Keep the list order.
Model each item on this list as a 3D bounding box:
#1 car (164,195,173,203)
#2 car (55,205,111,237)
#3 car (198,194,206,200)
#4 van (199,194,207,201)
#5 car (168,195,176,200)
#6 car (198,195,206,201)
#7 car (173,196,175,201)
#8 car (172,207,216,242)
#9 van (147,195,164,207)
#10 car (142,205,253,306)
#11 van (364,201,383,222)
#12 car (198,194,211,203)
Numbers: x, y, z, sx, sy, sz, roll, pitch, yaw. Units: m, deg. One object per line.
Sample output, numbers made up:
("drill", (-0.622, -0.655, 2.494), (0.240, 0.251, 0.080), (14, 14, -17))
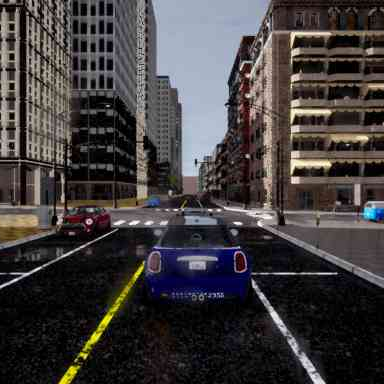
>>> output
("car", (-5.665, 1.554, 72.258), (1.752, 1.417, 4.829), (0, 0, 0))
("car", (-5.685, 1.442, 17.750), (1.967, 1.590, 4.097), (0, 0, 0))
("car", (2.723, 1.363, 94.629), (2.192, 1.841, 5.009), (0, 0, 0))
("van", (2.719, 1.379, 83.528), (1.690, 1.788, 3.998), (0, 0, 0))
("car", (-5.657, 1.574, 94.461), (1.752, 1.417, 4.829), (0, 0, 0))
("car", (2.722, 1.593, 89.078), (2.008, 1.369, 4.403), (0, 0, 0))
("car", (-5.659, 1.483, 89.080), (1.967, 1.590, 4.097), (0, 0, 0))
("car", (0.107, 1.565, 17.119), (1.994, 1.385, 4.181), (0, 0, 0))
("van", (-5.673, 1.354, 50.224), (1.690, 1.788, 3.998), (0, 0, 0))
("car", (0.102, 1.353, 8.174), (2.097, 1.767, 4.553), (0, 0, 0))
("van", (16.940, 1.707, 28.474), (3.998, 1.788, 1.690), (1, -1, 0))
("car", (2.713, 1.339, 66.875), (2.192, 1.841, 5.009), (0, 0, 0))
